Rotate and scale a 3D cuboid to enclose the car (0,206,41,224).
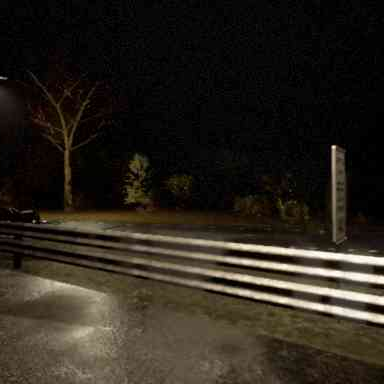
[{"bbox_3d":[-12.473,1.677,22.121,4.892,1.490,1.837,0,0,17],"label":"car"}]
